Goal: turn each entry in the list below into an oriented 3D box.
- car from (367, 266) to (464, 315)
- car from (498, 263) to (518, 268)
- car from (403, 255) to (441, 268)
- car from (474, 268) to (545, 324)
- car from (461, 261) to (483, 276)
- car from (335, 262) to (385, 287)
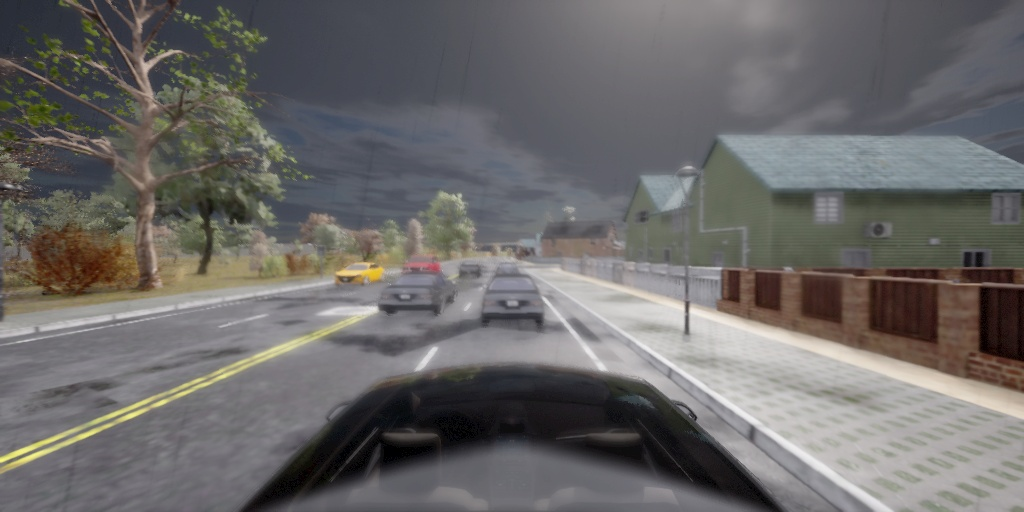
[{"bbox_3d":[-3.257,1.278,13.360,2.033,1.411,5.357,0,0,-1],"label":"car"},{"bbox_3d":[-0.333,1.245,28.423,2.033,1.411,5.357,0,0,-2],"label":"car"},{"bbox_3d":[-7.013,0.928,28.331,2.150,2.045,5.566,0,0,-2],"label":"car"},{"bbox_3d":[0.007,1.278,11.795,2.033,1.411,5.357,0,0,0],"label":"car"},{"bbox_3d":[-3.730,1.183,32.985,2.128,1.511,4.902,0,0,-2],"label":"car"},{"bbox_3d":[-10.158,1.194,24.300,1.882,1.535,5.008,0,0,-1],"label":"car"}]
